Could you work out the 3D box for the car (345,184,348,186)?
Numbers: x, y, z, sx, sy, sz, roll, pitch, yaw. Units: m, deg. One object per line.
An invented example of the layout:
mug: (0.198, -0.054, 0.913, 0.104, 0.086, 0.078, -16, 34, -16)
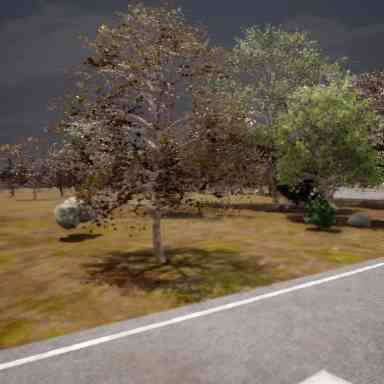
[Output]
car: (34.853, -2.084, 78.078, 5.566, 2.045, 2.150, -7, 4, -36)
